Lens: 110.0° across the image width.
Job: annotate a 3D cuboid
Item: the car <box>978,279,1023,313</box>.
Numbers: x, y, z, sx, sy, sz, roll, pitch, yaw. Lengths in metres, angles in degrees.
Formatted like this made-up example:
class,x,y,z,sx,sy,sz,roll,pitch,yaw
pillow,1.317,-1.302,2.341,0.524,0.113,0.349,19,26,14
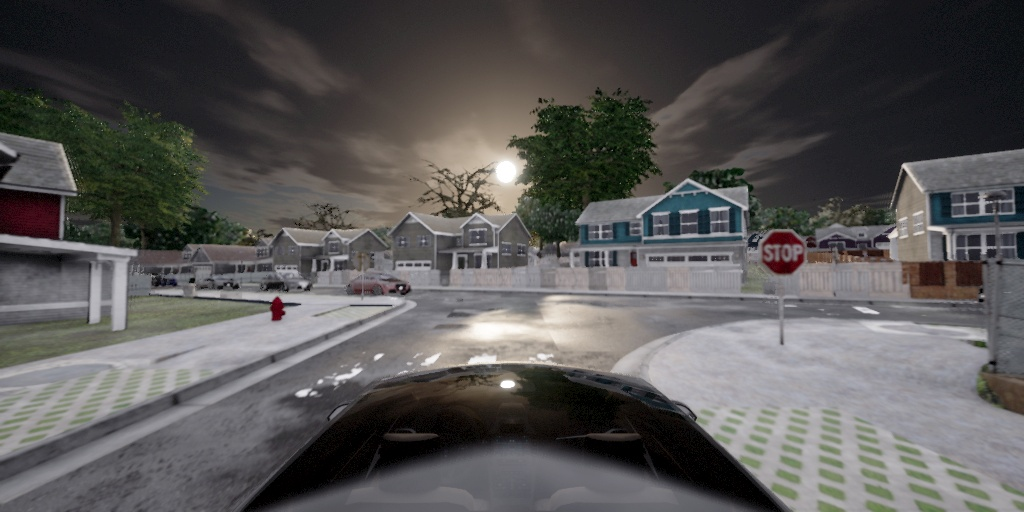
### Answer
class,x,y,z,sx,sy,sz,roll,pitch,yaw
car,15.707,0.858,9.065,4.892,1.490,1.837,-2,-3,35

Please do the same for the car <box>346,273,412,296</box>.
class,x,y,z,sx,sy,sz,roll,pitch,yaw
car,-8.050,1.721,21.636,4.181,1.385,1.994,-2,-3,32

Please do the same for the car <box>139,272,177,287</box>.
class,x,y,z,sx,sy,sz,roll,pitch,yaw
car,-40.380,2.533,40.303,5.008,1.535,1.882,-2,-3,27

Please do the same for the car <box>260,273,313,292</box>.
class,x,y,z,sx,sy,sz,roll,pitch,yaw
car,-17.165,2.007,27.244,4.902,1.511,2.128,-2,-3,31

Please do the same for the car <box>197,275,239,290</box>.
class,x,y,z,sx,sy,sz,roll,pitch,yaw
car,-26.998,2.460,32.954,4.181,1.385,1.994,-2,-3,30
